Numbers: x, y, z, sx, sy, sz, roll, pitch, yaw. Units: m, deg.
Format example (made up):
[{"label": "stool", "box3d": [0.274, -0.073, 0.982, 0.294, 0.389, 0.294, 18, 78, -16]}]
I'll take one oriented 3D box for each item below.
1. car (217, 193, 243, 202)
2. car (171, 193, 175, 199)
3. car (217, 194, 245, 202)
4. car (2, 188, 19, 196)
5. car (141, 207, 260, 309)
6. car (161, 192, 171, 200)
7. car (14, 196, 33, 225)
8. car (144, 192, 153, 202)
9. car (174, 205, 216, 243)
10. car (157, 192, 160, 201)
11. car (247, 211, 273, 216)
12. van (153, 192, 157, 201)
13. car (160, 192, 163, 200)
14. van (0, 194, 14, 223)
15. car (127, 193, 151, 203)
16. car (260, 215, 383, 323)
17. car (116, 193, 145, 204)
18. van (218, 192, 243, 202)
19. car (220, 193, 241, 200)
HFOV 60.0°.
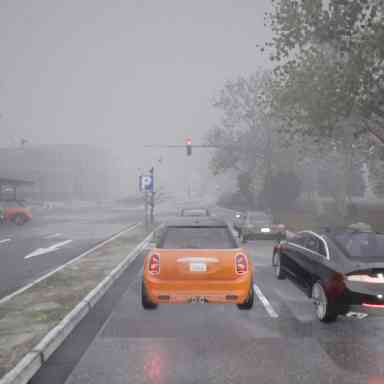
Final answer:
[{"label": "car", "box3d": [7.606, 1.140, 66.548, 4.553, 1.767, 2.185, 1, 0, -14]}, {"label": "car", "box3d": [-8.083, 1.063, 87.910, 5.566, 2.045, 2.435, -1, 0, -12]}, {"label": "car", "box3d": [8.139, 1.262, 69.542, 5.366, 1.575, 1.946, 1, 0, -13]}, {"label": "car", "box3d": [-28.212, 0.135, 51.820, 2.002, 1.452, 4.674, 6, -3, -19]}, {"label": "car", "box3d": [0.104, 1.363, 8.062, 2.097, 1.767, 4.553, 0, 0, 0]}, {"label": "car", "box3d": [-8.530, 1.355, 84.904, 4.674, 1.452, 2.002, -1, 0, -12]}, {"label": "car", "box3d": [-13.649, 1.402, 23.158, 4.553, 1.767, 2.185, -1, 0, -19]}, {"label": "car", "box3d": [-10.858, 1.313, 63.959, 5.366, 1.575, 1.946, -1, 0, -15]}, {"label": "car", "box3d": [0.155, 1.531, 17.148, 1.837, 1.490, 4.892, 0, 0, 1]}, {"label": "car", "box3d": [-10.079, 1.319, 72.923, 4.892, 1.521, 2.231, -1, 0, -14]}, {"label": "car", "box3d": [3.145, 1.587, 16.097, 1.994, 1.385, 4.181, 0, 0, 1]}, {"label": "van", "box3d": [-10.304, 1.091, 69.952, 4.442, 1.987, 1.878, -1, 0, -14]}, {"label": "car", "box3d": [-9.709, 1.357, 75.919, 4.674, 1.452, 2.002, -1, 0, -13]}, {"label": "van", "box3d": [-13.621, 1.296, 20.181, 4.442, 1.987, 1.878, -1, 0, -20]}, {"label": "car", "box3d": [-10.767, 1.194, 66.911, 4.553, 1.767, 2.185, -1, 0, -14]}, {"label": "car", "box3d": [3.103, 1.501, 7.185, 2.128, 1.511, 4.902, 0, 0, 0]}, {"label": "car", "box3d": [-11.500, 1.356, 60.967, 4.792, 1.488, 2.163, -1, 0, -15]}, {"label": "van", "box3d": [7.225, 1.041, 63.578, 4.442, 1.987, 1.878, 1, 0, -14]}, {"label": "car", "box3d": [9.384, 1.127, 81.249, 4.553, 1.767, 2.185, 1, 0, -12]}]
